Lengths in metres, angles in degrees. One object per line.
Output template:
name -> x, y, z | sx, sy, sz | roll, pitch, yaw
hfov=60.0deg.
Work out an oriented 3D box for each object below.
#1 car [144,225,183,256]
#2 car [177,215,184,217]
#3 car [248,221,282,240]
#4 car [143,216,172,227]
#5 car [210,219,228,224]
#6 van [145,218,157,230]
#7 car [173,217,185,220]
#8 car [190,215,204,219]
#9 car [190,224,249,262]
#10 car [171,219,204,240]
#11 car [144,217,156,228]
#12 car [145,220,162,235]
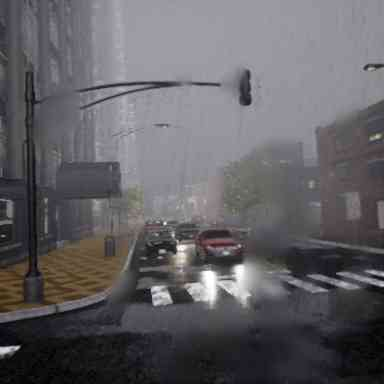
car -> -1.949, 3.014, 20.353 | 1.947, 1.339, 4.313 | -3, -4, -8
car -> -3.014, 7.011, 87.175 | 2.192, 1.841, 5.009 | -3, -3, -8
car -> 5.805, 3.077, 27.065 | 2.008, 1.369, 4.403 | -3, -4, -8
car -> -3.411, 3.471, 30.584 | 2.192, 1.841, 5.009 | -3, -4, -8
car -> 3.427, 4.167, 42.716 | 2.008, 1.369, 4.403 | -3, -3, -8
van -> -6.567, 5.059, 53.176 | 1.690, 1.788, 3.998 | -3, -4, -8
car -> -2.328, 4.345, 42.218 | 1.837, 1.490, 4.892 | -2, -3, -8
car -> 0.930, 5.119, 59.849 | 2.192, 1.841, 5.009 | -3, -3, -8
car -> 1.258, 2.638, 17.286 | 1.812, 1.442, 4.674 | -2, -4, -7
car -> -0.391, 3.378, 28.643 | 1.882, 1.535, 5.008 | -2, -4, -8
car -> -8.146, 5.790, 64.108 | 2.192, 1.841, 5.009 | -3, -4, -8
car -> -4.892, 4.351, 41.519 | 1.967, 1.590, 4.097 | -3, -4, -8
